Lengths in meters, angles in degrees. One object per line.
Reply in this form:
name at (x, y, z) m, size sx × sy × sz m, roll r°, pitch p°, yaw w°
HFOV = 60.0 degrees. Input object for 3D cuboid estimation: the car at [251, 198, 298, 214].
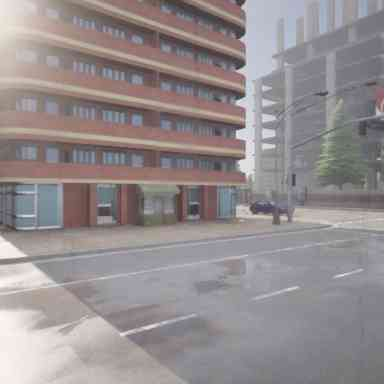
car at (9.004, 1.500, 36.640) m, size 1.837 × 1.490 × 4.892 m, roll 0°, pitch 1°, yaw -36°

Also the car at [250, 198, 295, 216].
car at (7.681, 1.526, 32.518) m, size 1.812 × 1.442 × 4.674 m, roll 0°, pitch 0°, yaw -36°
